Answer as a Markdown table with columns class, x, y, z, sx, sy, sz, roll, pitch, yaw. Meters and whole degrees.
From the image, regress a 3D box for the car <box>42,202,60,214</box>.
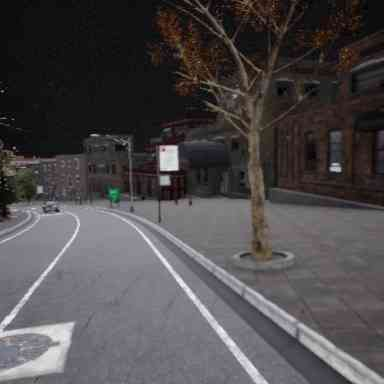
| class | x | y | z | sx | sy | sz | roll | pitch | yaw |
| --- | --- | --- | --- | --- | --- | --- | --- | --- | --- |
| car | -19.324 | 2.125 | 45.529 | 1.837 | 1.490 | 4.892 | -5 | 1 | -28 |
